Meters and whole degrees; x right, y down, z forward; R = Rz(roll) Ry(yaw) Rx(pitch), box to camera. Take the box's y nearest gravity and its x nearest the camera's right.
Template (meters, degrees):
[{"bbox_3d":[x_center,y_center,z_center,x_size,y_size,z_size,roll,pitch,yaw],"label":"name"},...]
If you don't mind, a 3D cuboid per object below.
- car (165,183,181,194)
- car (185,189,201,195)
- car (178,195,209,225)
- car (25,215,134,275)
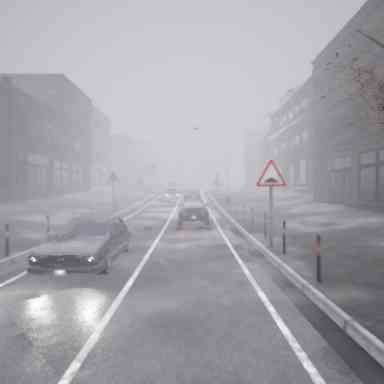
[{"bbox_3d":[-2.968,-0.666,52.622,2.097,1.767,4.553,0,3,2],"label":"car"},{"bbox_3d":[0.092,0.359,38.837,1.994,1.385,4.181,0,4,0],"label":"car"},{"bbox_3d":[0.085,1.167,20.881,1.812,1.442,4.674,-1,2,0],"label":"car"},{"bbox_3d":[-3.099,1.465,10.467,2.033,1.411,5.357,0,1,0],"label":"car"}]
